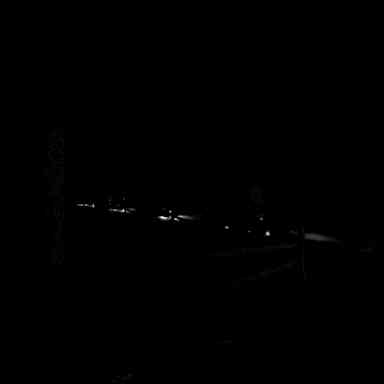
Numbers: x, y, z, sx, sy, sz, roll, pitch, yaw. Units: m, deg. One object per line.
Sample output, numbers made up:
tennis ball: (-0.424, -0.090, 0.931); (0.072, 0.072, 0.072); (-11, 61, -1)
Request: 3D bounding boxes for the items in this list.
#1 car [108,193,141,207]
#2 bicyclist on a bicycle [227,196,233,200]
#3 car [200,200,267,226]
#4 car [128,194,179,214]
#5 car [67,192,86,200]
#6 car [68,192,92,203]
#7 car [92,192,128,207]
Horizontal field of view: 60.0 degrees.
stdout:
car: (-8.383, 0.950, 41.159); (2.033, 1.411, 5.357); (1, 1, -35)
bicyclist on a bicycle: (3.385, 1.136, 29.591); (1.656, 1.620, 0.582); (0, 1, -35)
car: (2.451, 1.245, 20.504); (2.128, 1.511, 4.902); (1, 1, -35)
car: (-3.238, 1.138, 28.636); (2.033, 1.411, 5.357); (1, 1, -35)
car: (-20.241, 0.670, 58.165); (1.895, 1.301, 4.718); (1, 1, -35)
car: (-14.960, 0.762, 45.504); (1.837, 1.490, 4.892); (1, 1, -34)
car: (-9.029, 0.778, 36.946); (2.097, 1.767, 4.553); (1, 1, -35)
